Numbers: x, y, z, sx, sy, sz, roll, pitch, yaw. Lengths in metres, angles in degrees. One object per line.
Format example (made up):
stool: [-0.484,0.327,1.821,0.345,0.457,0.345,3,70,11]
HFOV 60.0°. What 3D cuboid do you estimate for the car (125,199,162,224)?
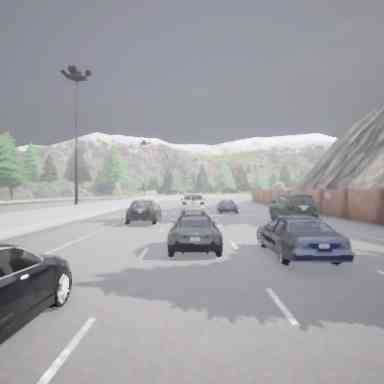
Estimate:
car: [-3.393,1.294,24.007,2.097,1.767,4.553,0,0,0]

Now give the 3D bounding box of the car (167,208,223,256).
car: [0.104,1.532,13.041,1.994,1.385,4.181,0,0,0]

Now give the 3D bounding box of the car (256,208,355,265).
car: [3.603,1.519,11.571,2.033,1.411,5.357,0,0,0]

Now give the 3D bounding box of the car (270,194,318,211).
car: [7.107,1.163,23.775,2.150,2.045,5.566,0,0,0]

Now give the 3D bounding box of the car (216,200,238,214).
car: [3.610,1.479,34.795,1.994,1.385,4.181,0,0,0]

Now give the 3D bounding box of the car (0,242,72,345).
car: [-3.398,1.493,4.983,1.837,1.490,4.892,0,0,0]

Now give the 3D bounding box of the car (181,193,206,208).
car: [0.111,1.144,31.661,2.150,2.045,5.566,0,0,0]
